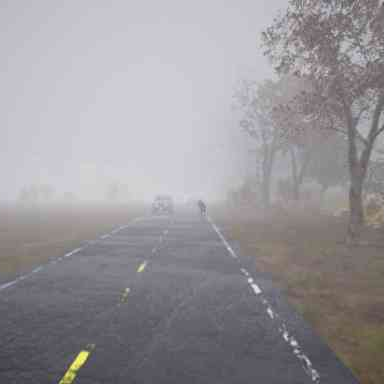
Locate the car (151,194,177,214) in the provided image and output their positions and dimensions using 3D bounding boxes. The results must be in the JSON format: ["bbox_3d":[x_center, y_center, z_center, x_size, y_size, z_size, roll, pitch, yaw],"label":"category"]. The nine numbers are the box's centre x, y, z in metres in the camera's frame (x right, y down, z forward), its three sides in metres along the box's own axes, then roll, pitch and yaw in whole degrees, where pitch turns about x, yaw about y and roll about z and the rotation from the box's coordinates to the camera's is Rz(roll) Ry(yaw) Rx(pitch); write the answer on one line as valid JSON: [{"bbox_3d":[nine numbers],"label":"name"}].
[{"bbox_3d":[-3.089,1.301,36.286,2.150,2.045,5.566,0,0,0],"label":"car"}]

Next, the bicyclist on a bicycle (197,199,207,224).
[{"bbox_3d":[0.815,1.505,24.396,0.582,1.620,1.656,-1,0,0],"label":"bicyclist on a bicycle"}]

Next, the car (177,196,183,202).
[{"bbox_3d":[-2.993,1.534,77.542,1.895,1.301,4.718,0,0,0],"label":"car"}]

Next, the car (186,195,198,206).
[{"bbox_3d":[0.063,1.690,57.282,1.994,1.385,4.181,0,0,0],"label":"car"}]

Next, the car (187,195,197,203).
[{"bbox_3d":[0.007,1.519,74.903,2.097,1.767,4.553,0,0,0],"label":"car"}]
